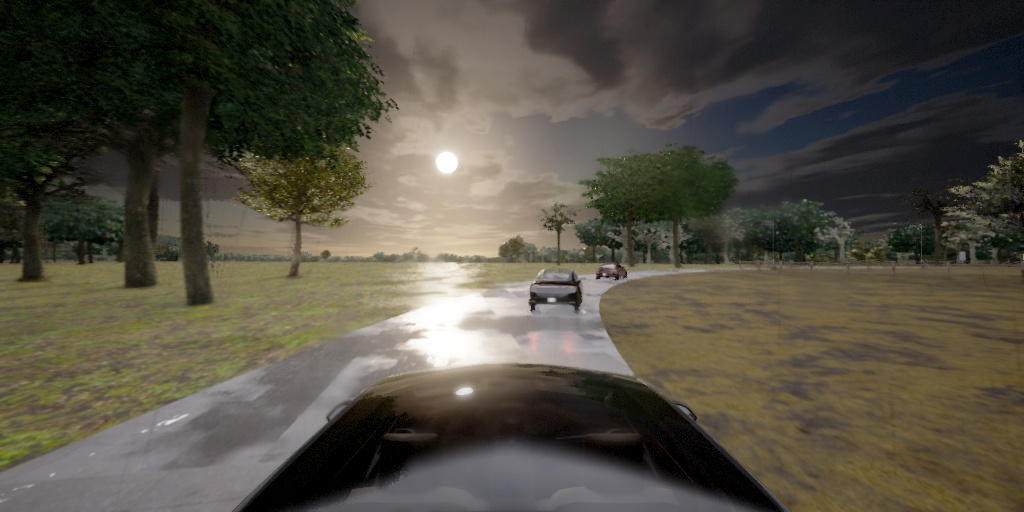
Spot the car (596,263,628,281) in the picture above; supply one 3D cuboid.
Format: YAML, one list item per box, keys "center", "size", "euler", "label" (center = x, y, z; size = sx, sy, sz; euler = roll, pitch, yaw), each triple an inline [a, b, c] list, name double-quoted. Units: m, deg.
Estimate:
- center: [8.625, 1.312, 30.961]
  size: [1.812, 1.442, 4.674]
  euler: [0, 0, 30]
  label: "car"

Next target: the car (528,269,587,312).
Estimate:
- center: [1.875, 1.254, 14.309]
  size: [2.128, 1.511, 4.902]
  euler: [0, 0, 13]
  label: "car"
